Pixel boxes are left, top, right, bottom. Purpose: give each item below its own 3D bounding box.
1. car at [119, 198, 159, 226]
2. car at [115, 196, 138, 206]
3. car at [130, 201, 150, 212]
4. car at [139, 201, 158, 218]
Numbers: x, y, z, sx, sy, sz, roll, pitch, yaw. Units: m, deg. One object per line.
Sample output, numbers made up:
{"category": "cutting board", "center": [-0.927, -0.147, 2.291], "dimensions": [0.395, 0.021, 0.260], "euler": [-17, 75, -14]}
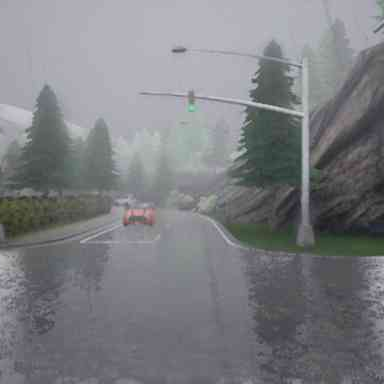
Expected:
{"category": "car", "center": [-3.787, 1.532, 24.800], "dimensions": [2.097, 1.767, 4.553], "euler": [0, 0, -2]}
{"category": "car", "center": [-11.968, 1.663, 61.174], "dimensions": [2.150, 2.045, 5.566], "euler": [0, -1, -44]}
{"category": "car", "center": [-6.982, 1.884, 44.235], "dimensions": [1.994, 1.385, 4.181], "euler": [0, 0, -19]}
{"category": "car", "center": [-4.601, 1.756, 34.607], "dimensions": [1.837, 1.490, 4.892], "euler": [0, 0, -9]}
